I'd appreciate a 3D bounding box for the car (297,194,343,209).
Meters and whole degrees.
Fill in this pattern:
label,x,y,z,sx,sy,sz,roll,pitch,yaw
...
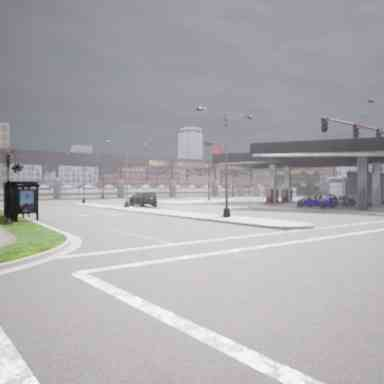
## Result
label,x,y,z,sx,sy,sz,roll,pitch,yaw
car,14.347,1.014,38.350,2.242,1.667,4.611,-1,0,-35

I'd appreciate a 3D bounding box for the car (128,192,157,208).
label,x,y,z,sx,sy,sz,roll,pitch,yaw
car,-6.825,1.047,45.771,2.150,2.045,5.566,-1,0,-35

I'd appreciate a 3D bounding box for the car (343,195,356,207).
label,x,y,z,sx,sy,sz,roll,pitch,yaw
car,18.622,1.127,42.265,1.970,1.475,3.806,-1,0,-35
